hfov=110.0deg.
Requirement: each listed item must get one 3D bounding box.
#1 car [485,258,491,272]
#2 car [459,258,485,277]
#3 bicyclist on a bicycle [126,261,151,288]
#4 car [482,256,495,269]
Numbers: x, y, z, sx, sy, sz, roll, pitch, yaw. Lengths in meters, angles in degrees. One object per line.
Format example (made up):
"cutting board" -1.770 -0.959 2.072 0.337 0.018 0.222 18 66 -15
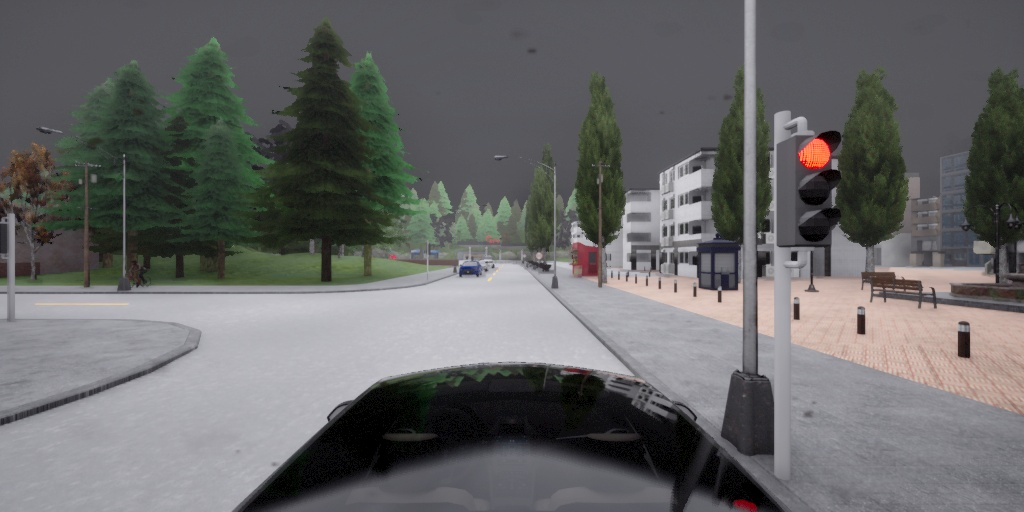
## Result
"car" -4.059 1.275 46.011 1.812 1.442 4.674 0 0 0
"car" -4.081 1.227 35.850 1.882 1.535 5.008 0 0 0
"bicyclist on a bicycle" -22.132 1.099 21.162 0.582 1.620 1.656 0 0 0
"car" -3.998 0.973 58.257 2.150 2.045 5.566 0 0 0
